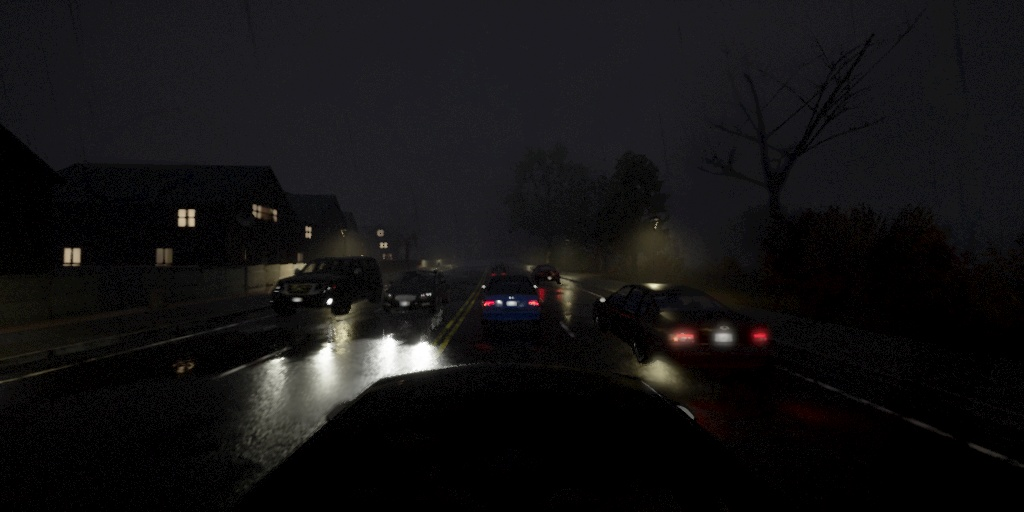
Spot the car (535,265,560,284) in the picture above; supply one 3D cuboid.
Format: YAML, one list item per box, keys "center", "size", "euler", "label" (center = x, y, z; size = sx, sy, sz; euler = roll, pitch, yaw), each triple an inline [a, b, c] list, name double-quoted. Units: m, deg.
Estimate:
- center: [2.565, 1.400, 27.865]
  size: [1.812, 1.442, 4.674]
  euler: [0, 0, -3]
  label: "car"

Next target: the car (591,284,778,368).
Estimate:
- center: [3.249, 1.329, 8.085]
  size: [2.033, 1.411, 5.357]
  euler: [0, 0, -1]
  label: "car"

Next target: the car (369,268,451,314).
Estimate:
- center: [-3.573, 1.301, 14.162]
  size: [2.128, 1.511, 4.902]
  euler: [0, 0, -2]
  label: "car"

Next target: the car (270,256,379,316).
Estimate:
- center: [-6.814, 1.029, 13.999]
  size: [2.150, 2.045, 5.566]
  euler: [0, 0, -2]
  label: "car"

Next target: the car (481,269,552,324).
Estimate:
- center: [-0.072, 1.349, 12.238]
  size: [2.033, 1.411, 5.357]
  euler: [0, 0, -1]
  label: "car"

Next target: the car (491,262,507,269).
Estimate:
- center: [-1.776, 1.481, 47.674]
  size: [1.812, 1.442, 4.674]
  euler: [0, 0, -3]
  label: "car"
